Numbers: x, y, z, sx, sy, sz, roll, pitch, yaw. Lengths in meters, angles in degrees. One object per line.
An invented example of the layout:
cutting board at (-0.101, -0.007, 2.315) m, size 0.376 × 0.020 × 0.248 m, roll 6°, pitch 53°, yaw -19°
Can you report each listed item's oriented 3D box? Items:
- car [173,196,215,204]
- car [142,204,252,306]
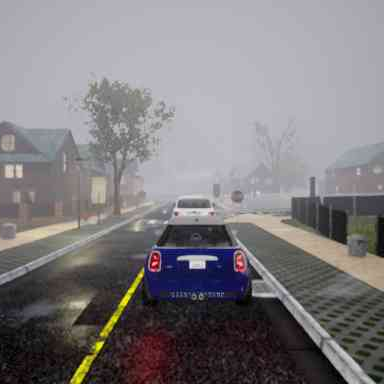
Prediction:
car at (0.098, 1.202, 18.081) m, size 2.150 × 2.045 × 5.566 m, roll 0°, pitch 0°, yaw 0°
car at (0.100, 1.344, 8.195) m, size 2.097 × 1.767 × 4.553 m, roll 0°, pitch 0°, yaw 0°
